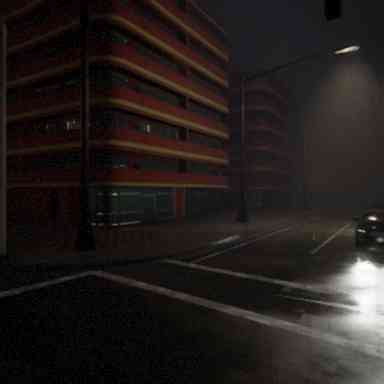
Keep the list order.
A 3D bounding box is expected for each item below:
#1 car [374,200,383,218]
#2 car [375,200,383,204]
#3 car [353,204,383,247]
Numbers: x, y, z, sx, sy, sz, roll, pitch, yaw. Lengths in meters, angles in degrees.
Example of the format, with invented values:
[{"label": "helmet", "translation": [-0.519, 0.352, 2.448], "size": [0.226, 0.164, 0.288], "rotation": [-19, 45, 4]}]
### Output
[{"label": "car", "translation": [18.274, 1.531, 31.276], "size": [1.812, 1.442, 4.674], "rotation": [0, 0, 31]}, {"label": "car", "translation": [13.096, 1.517, 22.605], "size": [1.837, 1.490, 4.892], "rotation": [0, 0, 31]}, {"label": "car", "translation": [8.249, 1.510, 14.477], "size": [2.128, 1.511, 4.902], "rotation": [0, 0, 31]}]
